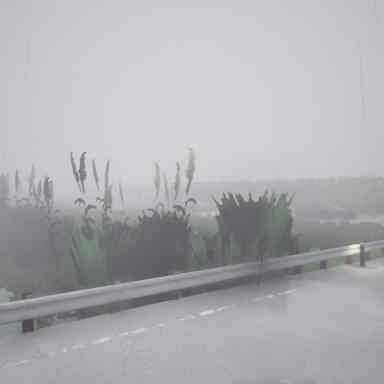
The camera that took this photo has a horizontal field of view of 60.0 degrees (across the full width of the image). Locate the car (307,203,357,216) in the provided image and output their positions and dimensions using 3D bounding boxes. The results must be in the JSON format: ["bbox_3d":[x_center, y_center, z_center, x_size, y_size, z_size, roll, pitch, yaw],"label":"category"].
[{"bbox_3d":[11.365,1.692,28.367,1.882,1.535,5.008,-1,1,-43],"label":"car"}]
